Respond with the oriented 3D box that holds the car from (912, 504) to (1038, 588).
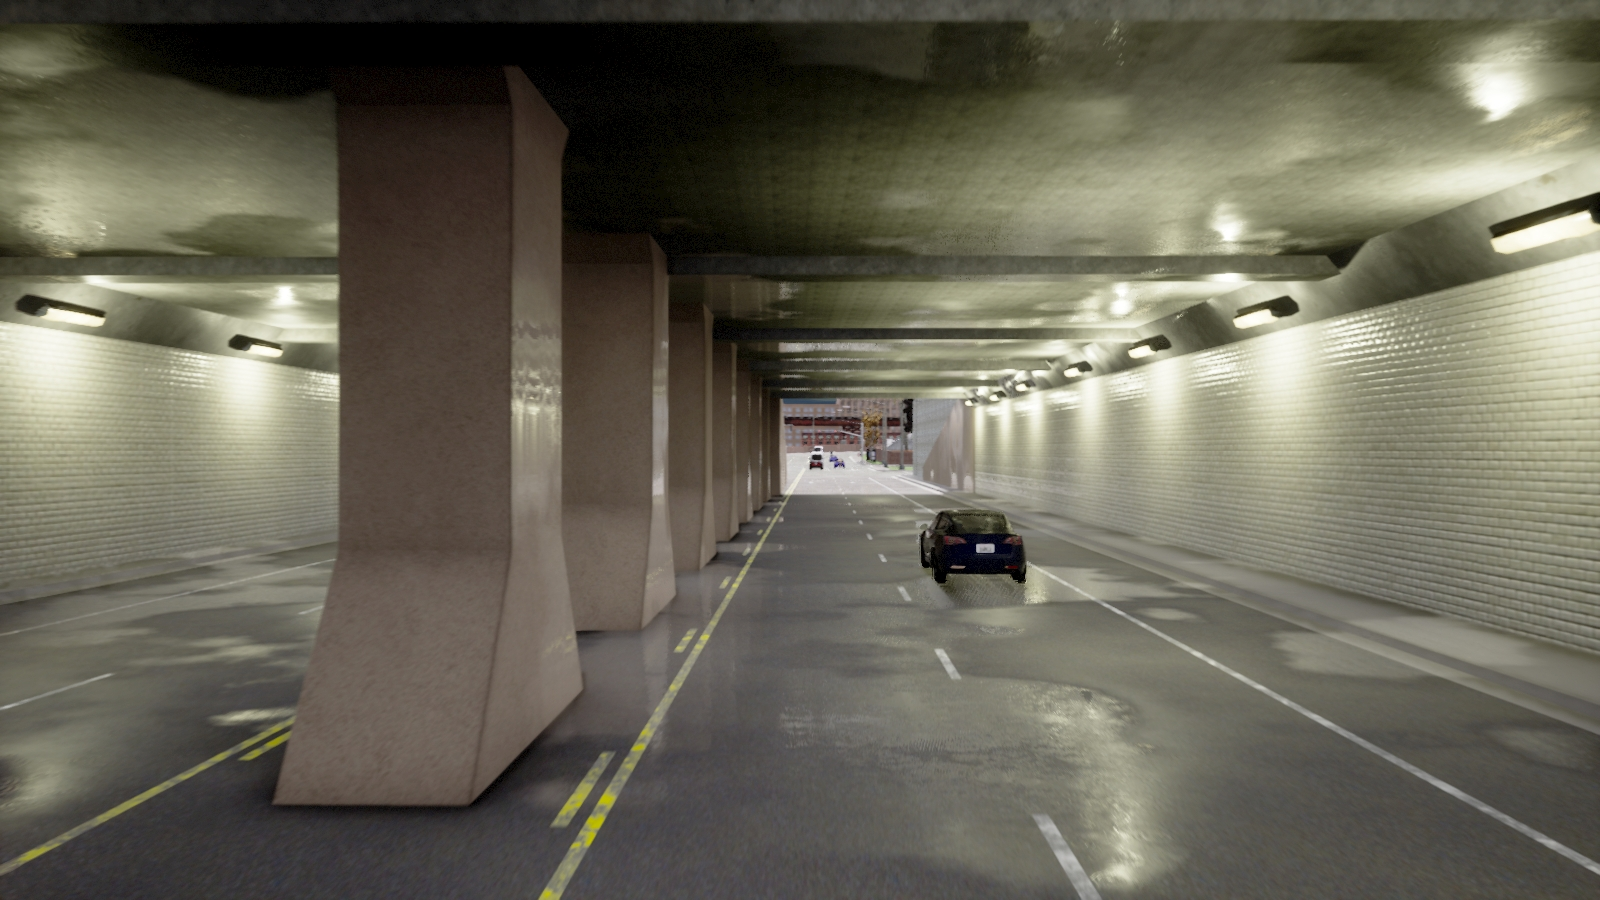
[{"bbox_3d":[3.800,2.063,25.727,2.163,1.488,4.792,0,0,1],"label":"car"}]
